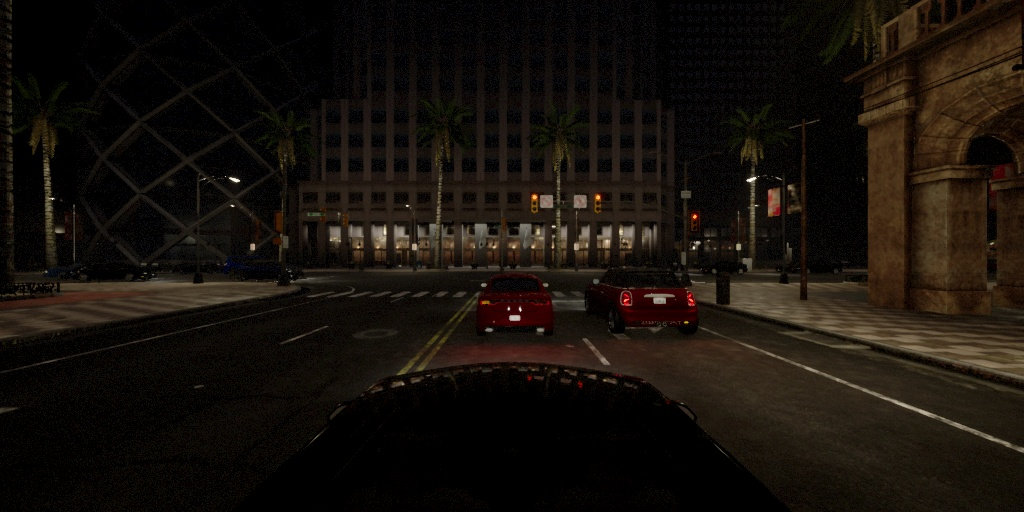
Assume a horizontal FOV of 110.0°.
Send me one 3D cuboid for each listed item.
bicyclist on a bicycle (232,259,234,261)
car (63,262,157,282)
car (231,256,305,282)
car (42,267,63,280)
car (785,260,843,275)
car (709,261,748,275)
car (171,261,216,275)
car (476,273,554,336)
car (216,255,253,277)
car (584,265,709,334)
[{"bbox_3d":[-35.748,1.050,45.712,0.582,1.620,1.656,0,0,-12],"label":"bicyclist on a bicycle"},{"bbox_3d":[-30.952,1.255,28.029,4.892,1.490,1.837,0,0,-13],"label":"car"},{"bbox_3d":[-19.135,1.101,28.578,4.553,1.767,2.097,0,0,1],"label":"car"},{"bbox_3d":[-35.609,1.298,30.466,5.357,1.411,2.033,0,0,-19],"label":"car"},{"bbox_3d":[33.286,1.228,39.347,5.008,1.535,1.882,0,0,0],"label":"car"},{"bbox_3d":[23.171,1.255,39.380,4.892,1.490,1.837,0,0,0],"label":"car"},{"bbox_3d":[-33.373,1.241,38.423,4.902,1.511,2.128,0,0,-11],"label":"car"},{"bbox_3d":[0.080,1.228,10.455,1.882,1.535,5.008,0,0,0],"label":"car"},{"bbox_3d":[-22.611,0.971,32.168,5.566,2.045,2.150,0,0,-2],"label":"car"},{"bbox_3d":[3.582,1.102,10.796,2.097,1.767,4.553,0,0,0],"label":"car"}]
